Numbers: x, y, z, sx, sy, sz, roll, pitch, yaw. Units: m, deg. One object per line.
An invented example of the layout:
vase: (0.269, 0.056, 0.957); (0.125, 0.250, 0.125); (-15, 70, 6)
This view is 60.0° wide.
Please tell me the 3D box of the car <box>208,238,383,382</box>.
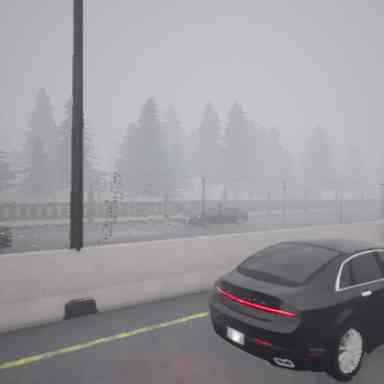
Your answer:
car: (2.509, 1.541, 5.538); (4.892, 1.490, 1.837); (0, 0, -36)
